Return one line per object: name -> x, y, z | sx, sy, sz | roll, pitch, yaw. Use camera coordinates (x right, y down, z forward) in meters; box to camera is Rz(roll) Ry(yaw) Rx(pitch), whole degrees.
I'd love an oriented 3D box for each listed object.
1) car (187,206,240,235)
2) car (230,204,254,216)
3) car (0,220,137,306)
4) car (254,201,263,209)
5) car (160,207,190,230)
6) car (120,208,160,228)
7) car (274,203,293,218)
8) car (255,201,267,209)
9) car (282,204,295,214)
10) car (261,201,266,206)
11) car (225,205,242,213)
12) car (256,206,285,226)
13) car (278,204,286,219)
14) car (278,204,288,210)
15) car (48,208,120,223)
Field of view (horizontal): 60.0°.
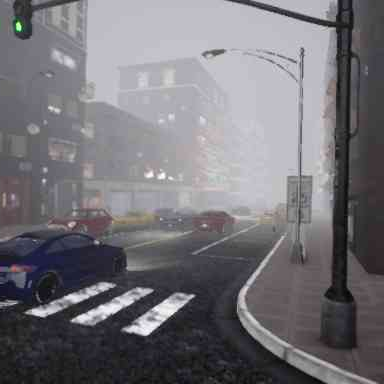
car -> 1.595, 1.967, 22.593 | 1.882, 1.535, 5.008 | 1, -1, 19
car -> 7.059, 2.626, 47.153 | 1.994, 1.385, 4.181 | 1, -1, 20
car -> -3.391, 1.661, 8.467 | 1.994, 1.385, 4.181 | 1, -1, 19
car -> 14.181, 3.305, 75.414 | 2.008, 1.369, 4.403 | 0, -1, 19
car -> -0.780, 2.061, 25.182 | 1.895, 1.301, 4.718 | 1, -1, 19
car -> -4.248, 1.853, 23.177 | 1.752, 1.417, 4.829 | 0, -1, 19
car -> 12.916, 2.532, 46.632 | 2.192, 1.841, 5.009 | 0, -1, 19
car -> 17.857, 3.353, 85.834 | 2.192, 1.841, 5.009 | 0, -1, 19
car -> 16.585, 2.942, 57.046 | 1.967, 1.590, 4.097 | 0, -1, 19
car -> 16.018, 3.447, 80.620 | 2.008, 1.369, 4.403 | 0, -1, 19
car -> 6.831, 2.767, 54.582 | 1.802, 1.307, 4.206 | 0, -1, 19
car -> 7.423, 2.319, 31.176 | 1.752, 1.417, 4.829 | 0, -1, 19
car -> 11.138, 2.605, 41.578 | 1.752, 1.417, 4.829 | 0, -1, 19
car -> 22.248, 3.612, 81.138 | 2.033, 1.411, 5.357 | 1, -1, 19
car -> -6.028, 1.630, 18.132 | 1.967, 1.590, 4.097 | 0, -1, 19
